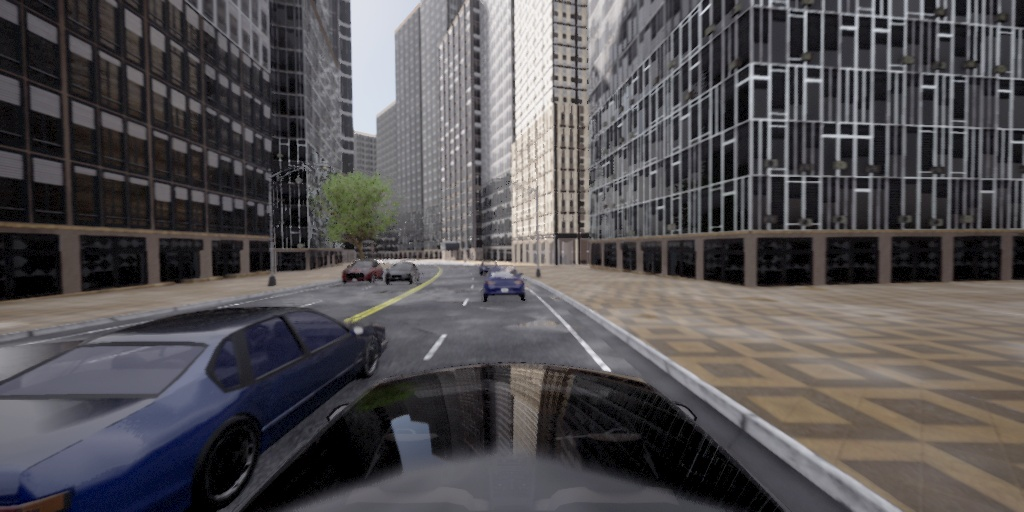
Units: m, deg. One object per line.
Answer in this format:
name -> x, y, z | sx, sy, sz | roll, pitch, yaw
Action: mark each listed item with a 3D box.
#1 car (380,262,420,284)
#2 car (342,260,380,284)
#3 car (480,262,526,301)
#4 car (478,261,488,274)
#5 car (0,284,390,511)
car -> -7.884, 1.215, 26.128 | 1.837, 1.490, 4.892 | -1, 0, -6
car -> -11.306, 1.097, 27.433 | 2.097, 1.767, 4.553 | -1, 0, -7
car -> -0.412, 1.198, 16.764 | 1.812, 1.442, 4.674 | -1, 1, -3
car -> -2.331, 1.193, 35.598 | 1.895, 1.301, 4.718 | -1, 0, -8
car -> -3.172, 1.315, 4.230 | 2.033, 1.411, 5.357 | -1, 0, -1
